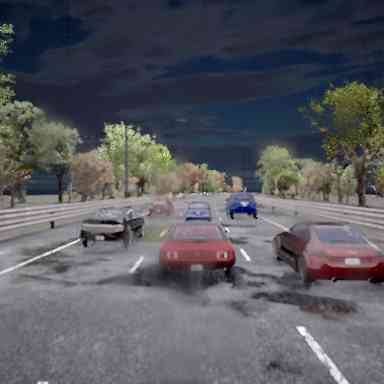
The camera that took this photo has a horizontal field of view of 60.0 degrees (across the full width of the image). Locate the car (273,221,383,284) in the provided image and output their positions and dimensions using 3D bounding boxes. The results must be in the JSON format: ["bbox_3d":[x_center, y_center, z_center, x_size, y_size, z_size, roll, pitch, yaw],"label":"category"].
[{"bbox_3d":[3.658,1.521,9.500,1.994,1.385,4.181,0,0,1],"label":"car"}]

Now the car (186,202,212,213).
[{"bbox_3d":[0.513,1.441,24.509,2.033,1.411,5.357,0,0,2],"label":"car"}]

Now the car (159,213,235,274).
[{"bbox_3d":[0.172,1.553,10.321,1.895,1.301,4.718,0,0,1],"label":"car"}]

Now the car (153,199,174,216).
[{"bbox_3d":[-2.744,1.392,30.368,1.812,1.442,4.674,1,1,2],"label":"car"}]

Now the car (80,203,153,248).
[{"bbox_3d":[-3.224,1.408,14.301,2.128,1.511,4.902,2,0,1],"label":"car"}]

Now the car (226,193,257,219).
[{"bbox_3d":[4.171,1.100,28.338,2.150,2.045,5.566,0,0,2],"label":"car"}]
